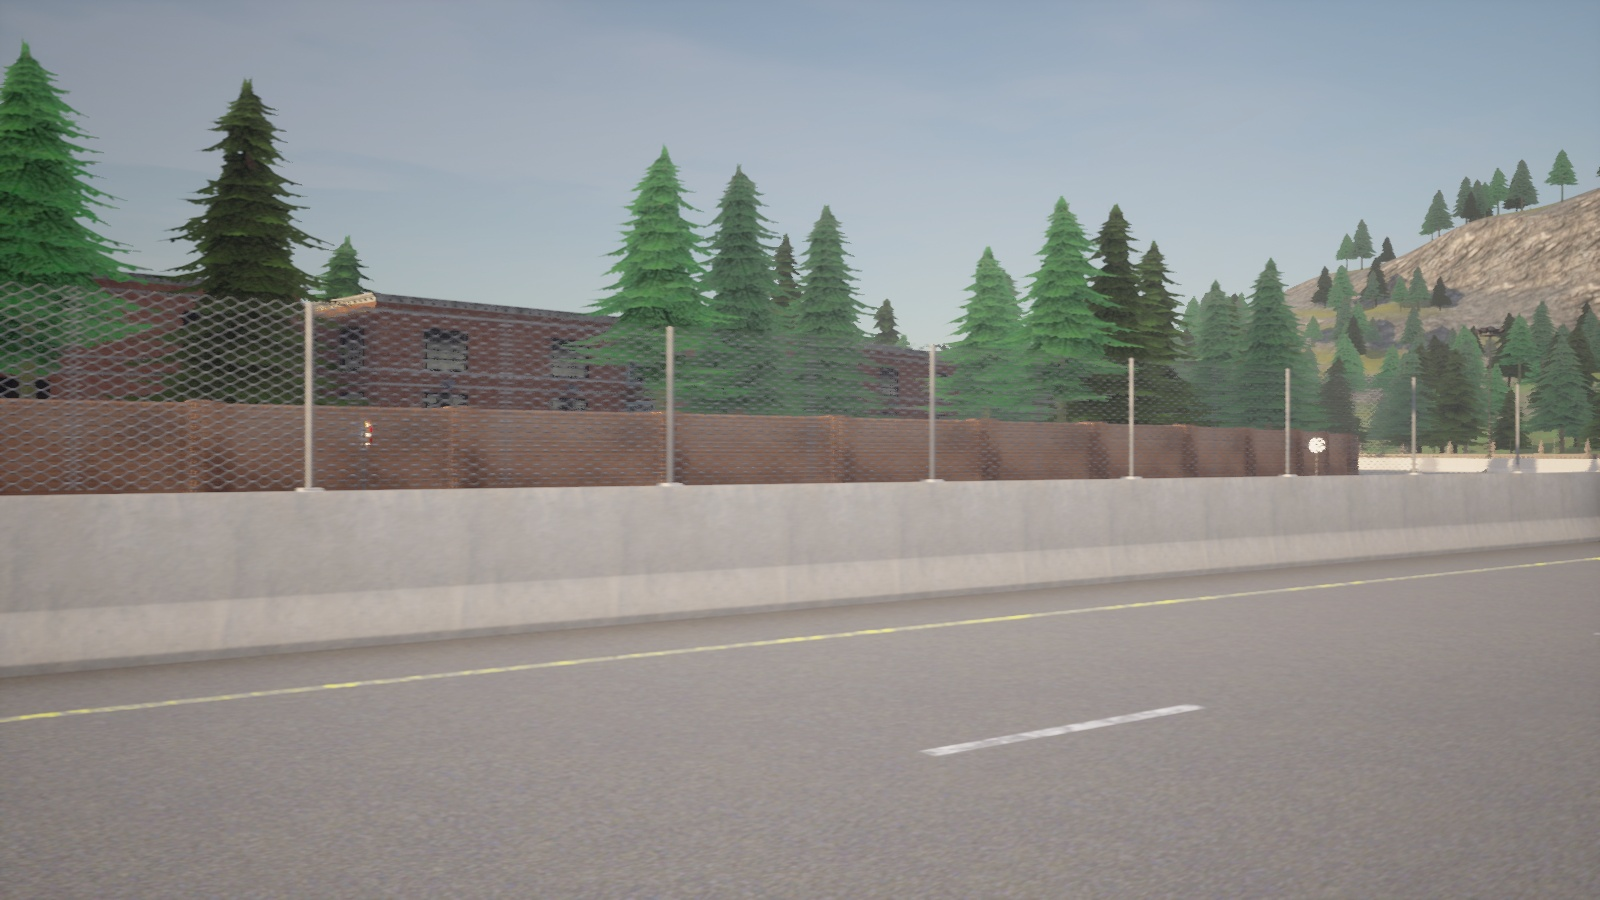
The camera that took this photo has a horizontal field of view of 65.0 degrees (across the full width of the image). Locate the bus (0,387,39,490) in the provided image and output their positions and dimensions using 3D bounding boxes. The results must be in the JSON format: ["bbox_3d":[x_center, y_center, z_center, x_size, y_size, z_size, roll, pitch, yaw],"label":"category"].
[{"bbox_3d":[-36.989,-0.467,50.769,10.273,4.253,3.944,0,0,-37],"label":"bus"}]
